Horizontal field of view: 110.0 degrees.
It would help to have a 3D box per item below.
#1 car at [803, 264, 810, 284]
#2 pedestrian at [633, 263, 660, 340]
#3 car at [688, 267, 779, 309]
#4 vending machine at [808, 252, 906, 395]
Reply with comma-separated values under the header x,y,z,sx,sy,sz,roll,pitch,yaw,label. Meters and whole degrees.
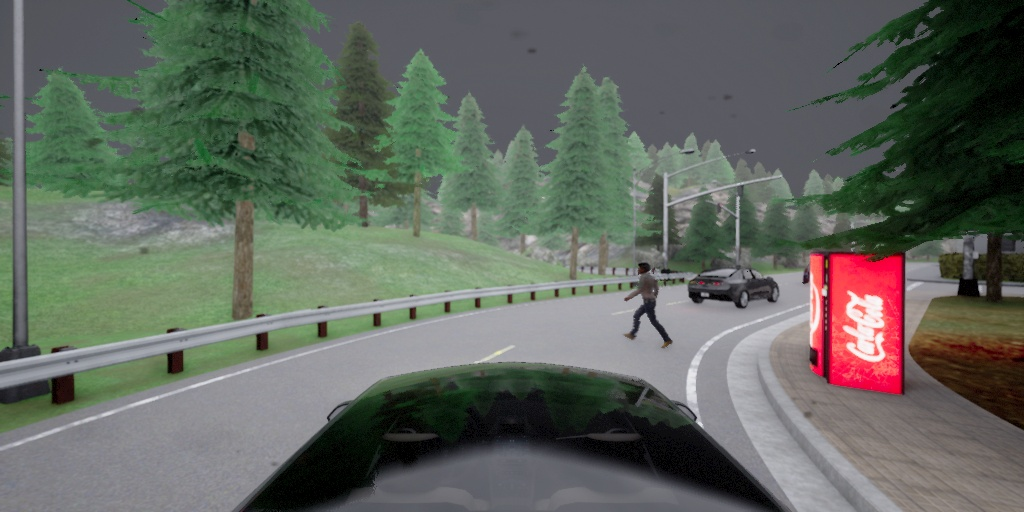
x,y,z,sx,sy,sz,roll,pitch,yaw,label
21.659,1.006,24.427,4.553,1.767,2.097,0,0,-38,car
2.934,1.013,7.822,0.375,1.860,0.375,0,0,35,pedestrian
9.171,1.192,14.731,4.892,1.490,1.837,0,0,-35,car
5.134,0.928,5.396,1.100,2.100,0.880,0,0,32,vending machine
